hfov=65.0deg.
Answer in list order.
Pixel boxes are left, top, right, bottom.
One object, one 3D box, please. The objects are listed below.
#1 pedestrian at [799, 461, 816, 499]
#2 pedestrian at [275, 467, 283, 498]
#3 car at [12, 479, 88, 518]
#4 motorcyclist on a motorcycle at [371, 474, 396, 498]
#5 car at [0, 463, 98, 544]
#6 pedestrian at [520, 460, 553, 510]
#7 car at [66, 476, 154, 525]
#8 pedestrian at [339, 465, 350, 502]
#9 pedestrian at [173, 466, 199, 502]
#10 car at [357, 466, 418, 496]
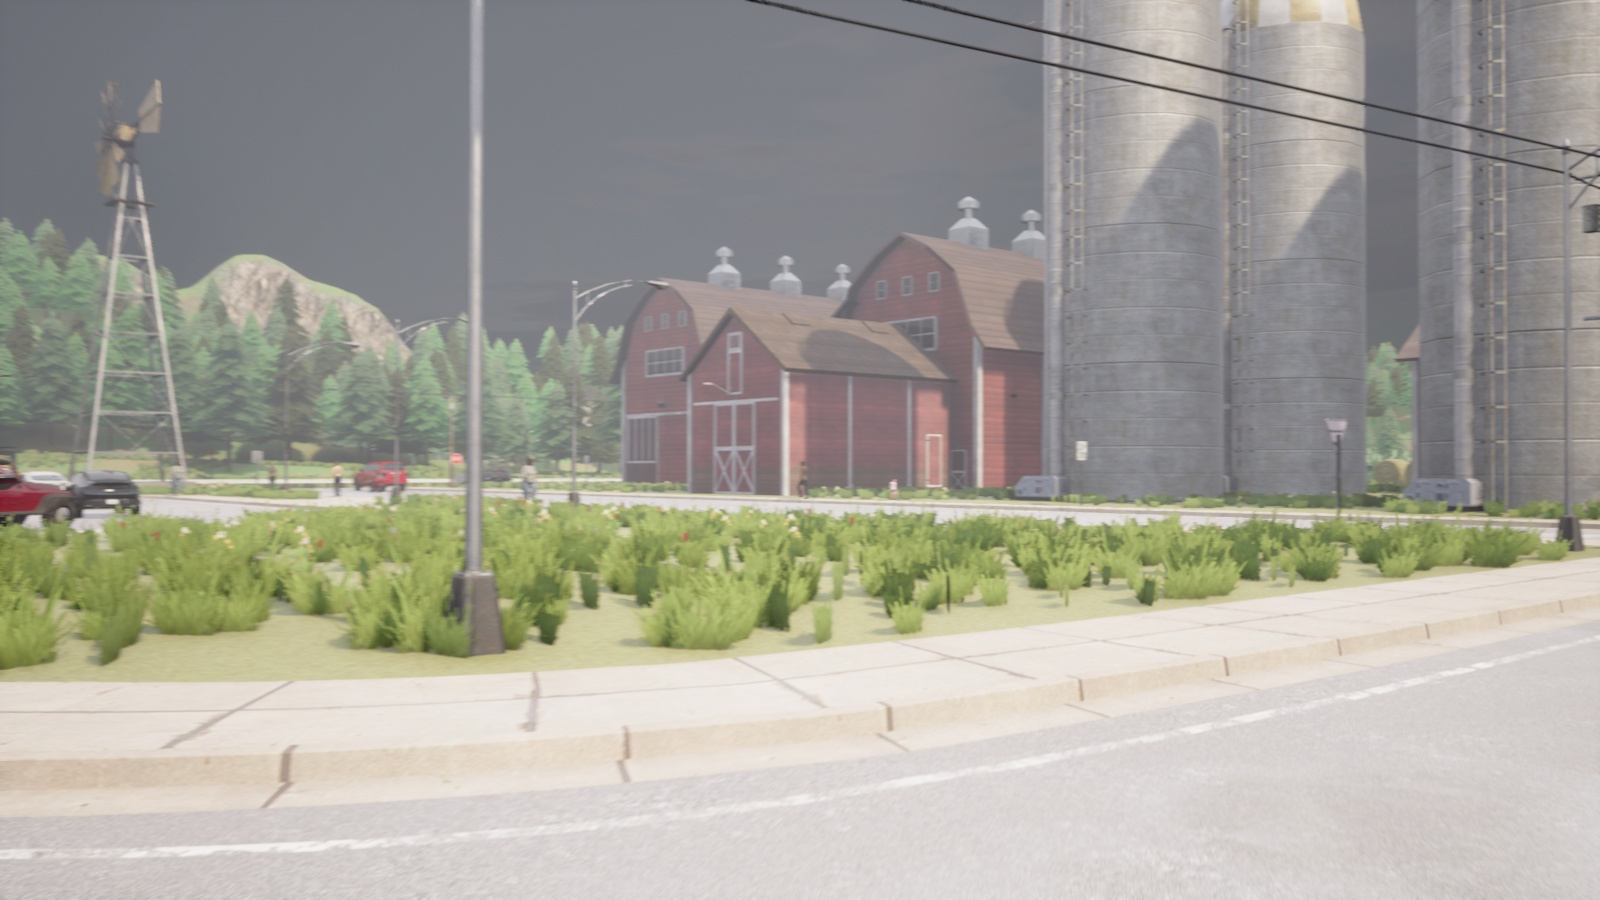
[{"bbox_3d":[0.362,1.442,59.758,0.328,1.805,0.869,0,-1,-42],"label":"pedestrian"},{"bbox_3d":[-31.137,1.920,75.058,0.331,1.846,0.634,0,-1,-8],"label":"pedestrian"},{"bbox_3d":[-29.337,1.858,49.075,1.812,1.442,4.674,0,-1,-40],"label":"car"},{"bbox_3d":[-26.664,2.300,80.397,0.797,1.523,2.044,0,-1,-41],"label":"motorcyclist on a motorcycle"},{"bbox_3d":[-19.182,1.248,30.052,1.905,1.878,3.866,-1,-1,19],"label":"car"},{"bbox_3d":[-10.081,1.330,48.018,0.874,1.855,0.900,0,-1,-41],"label":"pedestrian"},{"bbox_3d":[-22.697,1.659,41.202,1.837,1.490,4.892,0,-2,-37],"label":"car"},{"bbox_3d":[-22.499,1.646,61.988,0.345,1.836,0.594,0,-1,-36],"label":"pedestrian"},{"bbox_3d":[-31.529,1.746,64.451,0.900,1.855,0.874,-1,-1,37],"label":"pedestrian"},{"bbox_3d":[-29.187,2.190,88.728,2.150,2.045,5.566,0,-1,-40],"label":"car"}]
